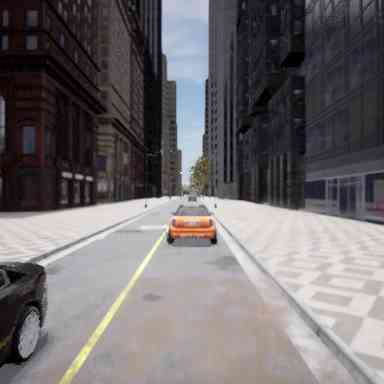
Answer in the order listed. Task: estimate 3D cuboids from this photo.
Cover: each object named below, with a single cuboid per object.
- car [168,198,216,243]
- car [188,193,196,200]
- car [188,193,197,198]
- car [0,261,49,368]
[{"bbox_3d":[0.013,1.359,16.166,2.097,1.767,4.553,0,0,0],"label":"car"},{"bbox_3d":[0.069,1.190,90.480,2.150,2.045,5.566,0,0,0],"label":"car"},{"bbox_3d":[0.060,1.410,80.411,2.097,1.767,4.553,0,0,0],"label":"car"},{"bbox_3d":[-3.096,1.473,2.989,1.882,1.535,5.008,0,0,0],"label":"car"}]
